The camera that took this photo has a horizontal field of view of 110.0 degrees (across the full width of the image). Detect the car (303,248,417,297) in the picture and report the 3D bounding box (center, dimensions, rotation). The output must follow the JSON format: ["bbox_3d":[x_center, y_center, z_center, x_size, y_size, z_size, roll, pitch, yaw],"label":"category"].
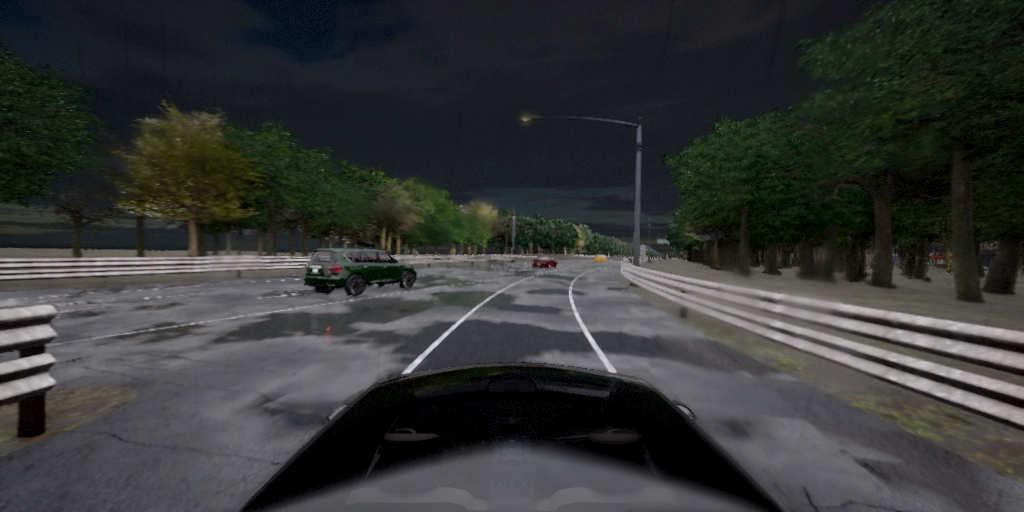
[{"bbox_3d":[-6.958,0.674,17.081,2.150,2.045,5.566,1,1,24],"label":"car"}]

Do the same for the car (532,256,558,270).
[{"bbox_3d":[3.939,0.751,41.910,1.882,1.535,5.008,1,1,24],"label":"car"}]
